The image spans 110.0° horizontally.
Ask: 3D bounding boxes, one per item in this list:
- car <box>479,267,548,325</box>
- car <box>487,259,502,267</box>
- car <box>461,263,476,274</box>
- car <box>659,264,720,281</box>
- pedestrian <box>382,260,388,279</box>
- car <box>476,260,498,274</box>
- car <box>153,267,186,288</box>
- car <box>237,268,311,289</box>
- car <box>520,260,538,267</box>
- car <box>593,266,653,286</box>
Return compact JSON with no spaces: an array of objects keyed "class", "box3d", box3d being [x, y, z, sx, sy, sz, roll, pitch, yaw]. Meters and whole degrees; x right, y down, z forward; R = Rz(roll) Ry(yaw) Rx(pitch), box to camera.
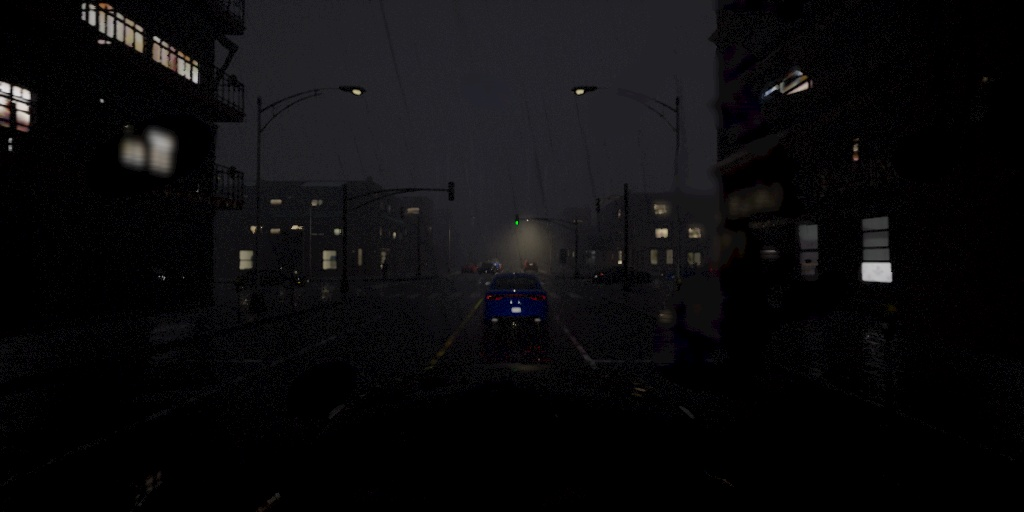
[{"class":"car","box3d":[0.101,1.308,12.138,1.882,1.535,5.008,0,0,0]},{"class":"car","box3d":[-3.024,1.403,54.486,2.150,2.045,5.566,0,-1,1]},{"class":"car","box3d":[-5.723,1.668,47.930,1.888,1.381,4.507,0,0,0]},{"class":"car","box3d":[14.397,1.354,29.650,4.181,1.385,1.994,-1,-1,0]},{"class":"pedestrian","box3d":[-12.472,1.300,35.204,0.375,1.860,0.375,0,0,0]},{"class":"car","box3d":[-3.039,1.599,44.531,1.837,1.490,4.892,0,0,0]},{"class":"car","box3d":[-26.931,1.590,26.476,4.553,1.767,2.097,-1,-1,0]},{"class":"car","box3d":[-17.480,1.632,26.468,4.892,1.490,1.837,-1,-1,0]},{"class":"car","box3d":[2.752,1.487,53.441,2.192,1.841,5.009,0,0,0]},{"class":"car","box3d":[8.058,1.402,26.198,4.181,1.385,1.994,-1,-1,-11]}]
